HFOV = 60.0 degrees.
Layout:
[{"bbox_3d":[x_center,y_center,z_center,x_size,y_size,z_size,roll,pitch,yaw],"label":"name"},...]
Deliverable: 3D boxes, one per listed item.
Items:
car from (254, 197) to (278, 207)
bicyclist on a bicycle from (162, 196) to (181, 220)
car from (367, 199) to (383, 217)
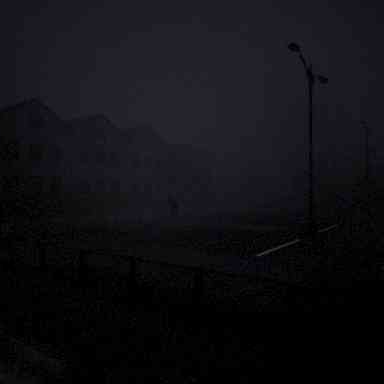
[{"bbox_3d":[10.418,1.355,46.715,2.033,1.411,5.357,0,0,33],"label":"car"},{"bbox_3d":[-1.430,1.108,23.094,1.656,1.620,0.582,0,0,35],"label":"bicyclist on a bicycle"},{"bbox_3d":[15.394,1.298,26.837,2.007,1.523,4.514,0,0,35],"label":"car"}]
